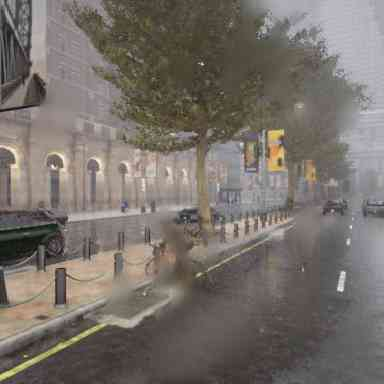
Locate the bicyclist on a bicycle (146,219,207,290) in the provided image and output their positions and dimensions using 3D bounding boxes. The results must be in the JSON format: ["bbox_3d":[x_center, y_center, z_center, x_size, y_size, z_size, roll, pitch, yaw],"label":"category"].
[{"bbox_3d":[-0.424,1.455,7.836,1.656,1.620,0.582,-2,-1,26],"label":"bicyclist on a bicycle"}]

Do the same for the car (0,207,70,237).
[{"bbox_3d":[-9.456,1.595,18.837,1.895,1.301,4.718,0,0,26],"label":"car"}]

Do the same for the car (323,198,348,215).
[{"bbox_3d":[14.370,1.505,33.549,1.837,1.490,4.892,0,0,27],"label":"car"}]

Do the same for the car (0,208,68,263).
[{"bbox_3d":[-6.287,1.351,10.272,2.097,1.767,4.553,0,0,26],"label":"car"}]

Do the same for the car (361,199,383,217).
[{"bbox_3d":[16.964,1.492,30.923,2.128,1.511,4.902,0,0,27],"label":"car"}]

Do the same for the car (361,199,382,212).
[{"bbox_3d":[21.298,1.547,39.649,2.033,1.411,5.357,0,0,27],"label":"car"}]

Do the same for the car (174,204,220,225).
[{"bbox_3d":[0.412,1.564,23.595,1.994,1.385,4.181,0,0,27],"label":"car"}]
